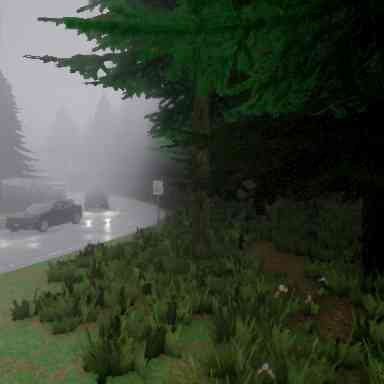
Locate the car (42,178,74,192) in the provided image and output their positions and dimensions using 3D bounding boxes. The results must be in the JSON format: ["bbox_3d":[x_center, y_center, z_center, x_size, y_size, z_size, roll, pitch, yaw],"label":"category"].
[{"bbox_3d":[-18.323,-0.951,45.380,4.892,1.490,1.837,6,4,38],"label":"car"}]

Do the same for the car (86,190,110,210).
[{"bbox_3d":[-8.319,0.650,28.893,1.837,1.490,4.892,0,5,-18],"label":"car"}]

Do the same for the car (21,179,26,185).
[{"bbox_3d":[-25.641,-2.127,52.452,2.150,2.045,5.566,0,5,-30],"label":"car"}]

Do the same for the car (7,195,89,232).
[{"bbox_3d":[-8.122,1.226,18.790,1.882,1.535,5.008,0,2,12],"label":"car"}]

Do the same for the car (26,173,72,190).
[{"bbox_3d":[-17.355,-0.946,40.539,5.566,2.045,2.150,5,3,34],"label":"car"}]
